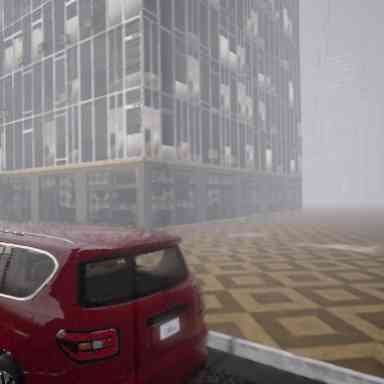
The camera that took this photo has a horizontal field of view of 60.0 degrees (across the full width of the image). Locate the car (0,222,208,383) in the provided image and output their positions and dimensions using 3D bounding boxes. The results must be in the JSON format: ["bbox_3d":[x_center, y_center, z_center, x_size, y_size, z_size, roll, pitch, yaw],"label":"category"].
[{"bbox_3d":[-2.146,1.341,4.422,5.009,1.841,2.192,0,-1,36],"label":"car"}]
